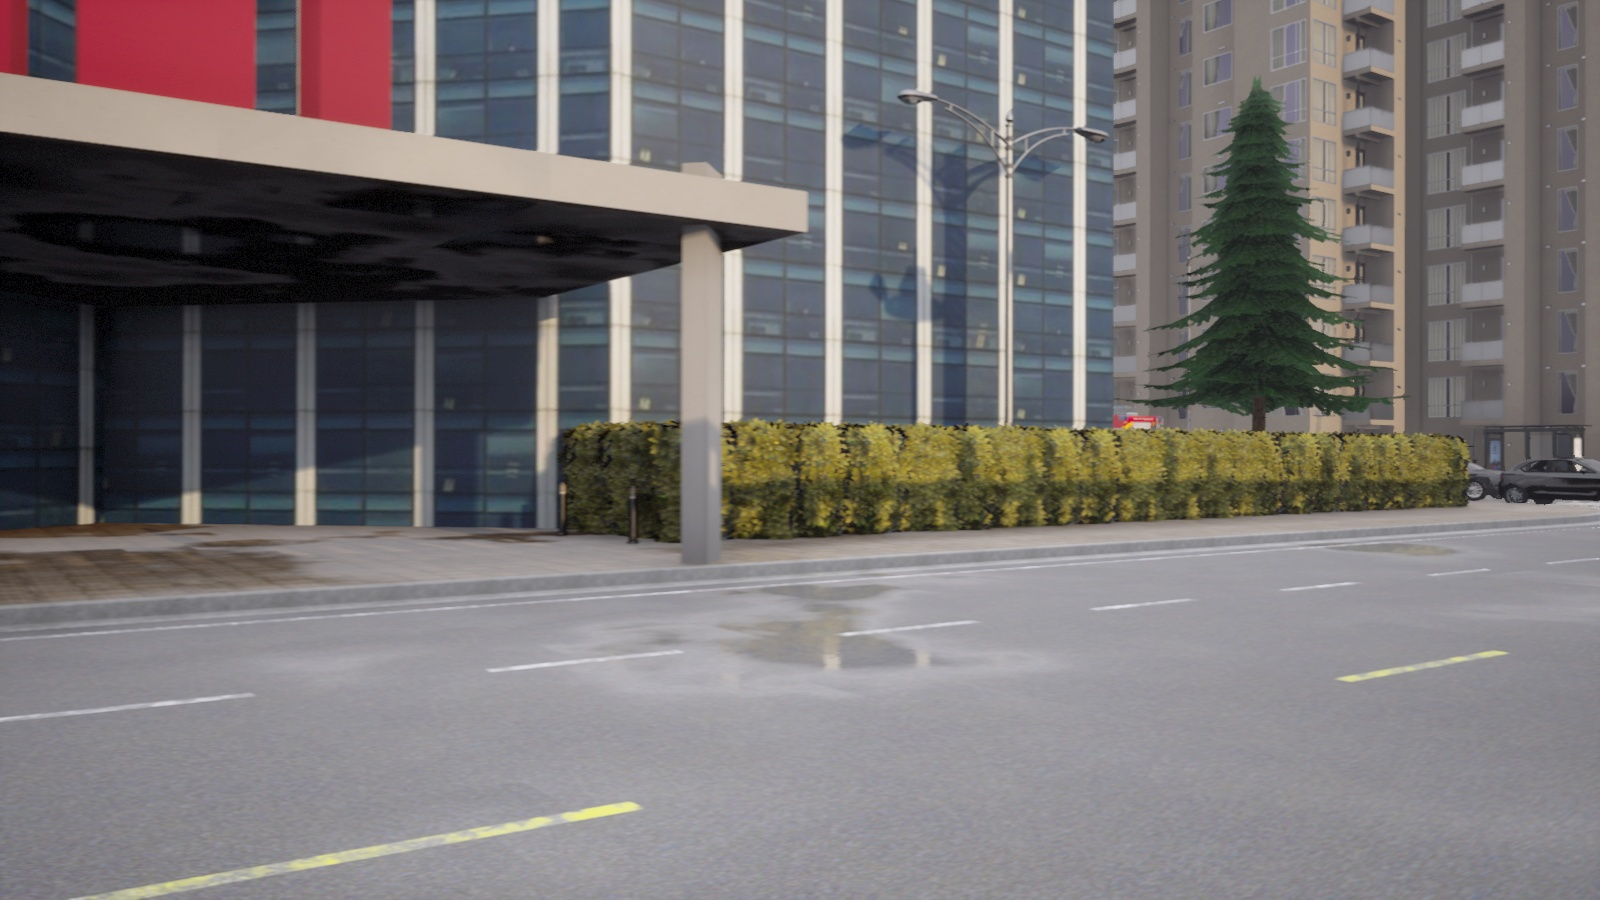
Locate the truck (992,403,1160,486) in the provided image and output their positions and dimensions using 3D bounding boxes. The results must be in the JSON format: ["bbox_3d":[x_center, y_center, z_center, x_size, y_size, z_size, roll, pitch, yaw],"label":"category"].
[{"bbox_3d":[13.583,-0.240,62.546,2.891,3.827,8.468,0,0,-35],"label":"truck"}]

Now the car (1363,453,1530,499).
[{"bbox_3d":[22.404,0.865,43.699,1.837,1.490,4.892,0,0,-35],"label":"car"}]

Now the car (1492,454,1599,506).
[{"bbox_3d":[22.830,0.853,36.697,1.816,1.474,4.193,0,0,-31],"label":"car"}]
